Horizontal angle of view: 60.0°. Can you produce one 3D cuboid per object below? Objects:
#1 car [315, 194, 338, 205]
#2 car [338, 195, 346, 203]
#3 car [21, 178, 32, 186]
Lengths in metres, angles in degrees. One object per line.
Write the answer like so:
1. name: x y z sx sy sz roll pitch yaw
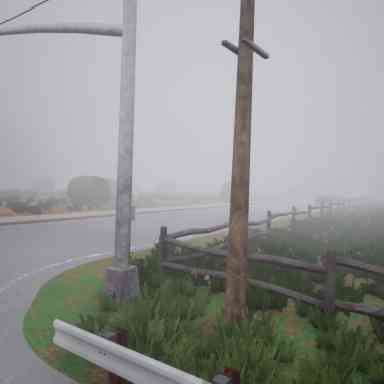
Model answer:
1. car: 18.542 1.071 46.350 1.882 1.535 5.008 3 1 33
2. car: 24.077 1.177 54.820 1.895 1.301 4.718 3 2 33
3. car: -39.098 -2.259 79.180 1.905 1.878 3.866 8 2 -13
